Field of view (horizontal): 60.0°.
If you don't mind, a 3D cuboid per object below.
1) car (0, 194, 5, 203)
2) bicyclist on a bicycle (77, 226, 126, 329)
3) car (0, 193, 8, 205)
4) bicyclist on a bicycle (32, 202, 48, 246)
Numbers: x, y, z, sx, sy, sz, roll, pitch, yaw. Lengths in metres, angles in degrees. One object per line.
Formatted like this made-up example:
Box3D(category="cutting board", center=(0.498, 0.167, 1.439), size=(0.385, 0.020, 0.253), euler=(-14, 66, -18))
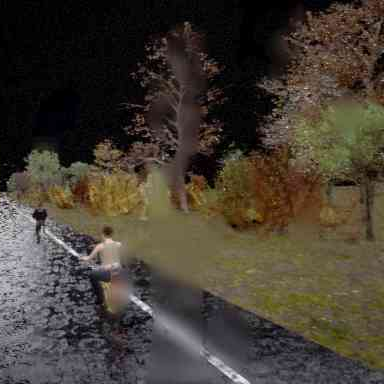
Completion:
Box3D(category="car", center=(-39.447, 1.289, 67.832), size=(2.097, 1.767, 4.553), euler=(-2, 1, -31))
Box3D(category="bicyclist on a bicycle", center=(-1.473, 1.382, 5.731), size=(0.866, 1.612, 1.509), euler=(-2, 1, -31))
Box3D(category="car", center=(-31.476, 1.151, 54.568), size=(2.150, 2.045, 5.566), euler=(-1, 1, -30))
Box3D(category="bicyclist on a bicycle", center=(-6.323, 1.306, 13.848), size=(0.659, 1.776, 1.843), euler=(-2, 1, -31))
